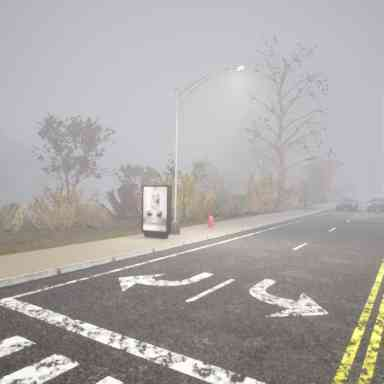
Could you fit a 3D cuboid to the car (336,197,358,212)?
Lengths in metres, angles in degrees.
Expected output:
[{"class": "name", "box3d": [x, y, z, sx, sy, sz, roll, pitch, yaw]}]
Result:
[{"class": "car", "box3d": [18.596, 1.390, 39.829, 2.097, 1.767, 4.553, 0, 0, 30]}]

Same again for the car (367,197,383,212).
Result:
[{"class": "car", "box3d": [21.404, 1.393, 38.192, 2.097, 1.767, 4.553, 0, 0, 30]}]
